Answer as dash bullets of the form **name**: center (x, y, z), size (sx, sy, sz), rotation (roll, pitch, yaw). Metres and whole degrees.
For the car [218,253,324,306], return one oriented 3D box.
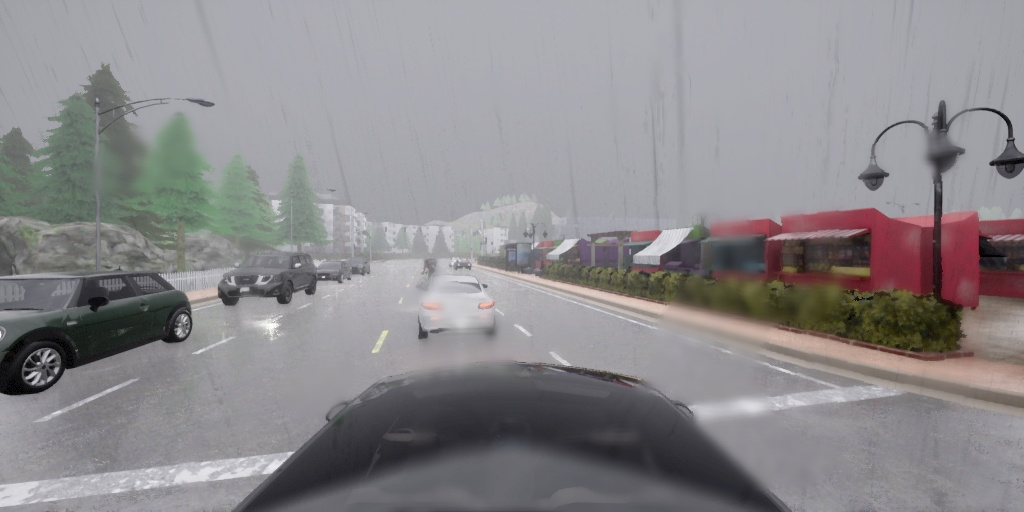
- **car**: center (-10.332, 0.876, 15.725), size (2.150, 2.045, 5.566), rotation (0, 0, -14)

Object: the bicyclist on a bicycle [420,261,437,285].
- **bicyclist on a bicycle**: center (-4.524, 1.079, 19.691), size (0.582, 1.620, 1.656), rotation (0, 1, 24)

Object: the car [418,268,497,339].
- **car**: center (-1.581, 1.225, 9.874), size (1.812, 1.442, 4.674), rotation (0, 0, -13)

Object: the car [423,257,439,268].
- **car**: center (-11.418, 0.901, 50.815), size (1.837, 1.490, 4.892), rotation (0, 0, -13)

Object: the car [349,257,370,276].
- **car**: center (-14.558, 0.876, 33.318), size (2.097, 1.767, 4.553), rotation (0, 0, -13)

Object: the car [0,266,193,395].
- **car**: center (-8.083, 1.076, 6.304), size (2.097, 1.767, 4.553), rotation (0, 0, -13)

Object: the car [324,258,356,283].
- **car**: center (-12.648, 1.088, 25.341), size (1.837, 1.490, 4.892), rotation (0, 0, -13)

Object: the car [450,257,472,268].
- **car**: center (-6.107, 1.049, 43.814), size (1.895, 1.301, 4.718), rotation (0, 0, -14)
